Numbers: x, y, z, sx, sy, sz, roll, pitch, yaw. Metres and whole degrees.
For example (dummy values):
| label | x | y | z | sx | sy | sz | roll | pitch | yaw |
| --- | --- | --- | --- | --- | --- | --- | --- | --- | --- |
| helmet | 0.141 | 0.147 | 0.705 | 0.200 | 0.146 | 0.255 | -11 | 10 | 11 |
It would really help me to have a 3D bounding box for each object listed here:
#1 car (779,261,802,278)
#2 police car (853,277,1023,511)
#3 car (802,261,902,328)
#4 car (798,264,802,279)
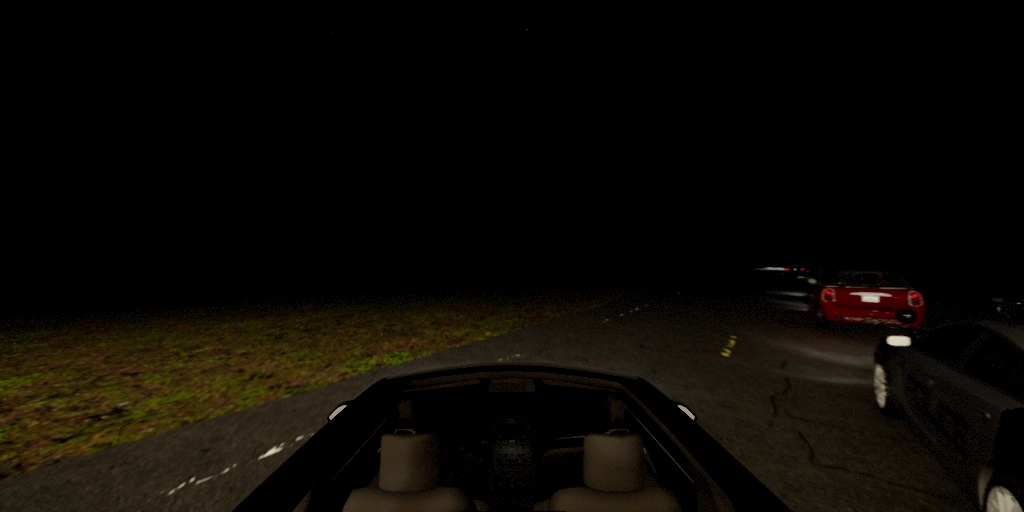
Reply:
| label | x | y | z | sx | sy | sz | roll | pitch | yaw |
| --- | --- | --- | --- | --- | --- | --- | --- | --- | --- |
| car | 29.442 | 1.384 | 37.248 | 2.033 | 1.411 | 5.357 | -1 | -1 | 39 |
| police car | 4.520 | 1.154 | 2.782 | 1.930 | 1.638 | 5.238 | -1 | -1 | 35 |
| car | 10.276 | 1.106 | 10.743 | 2.097 | 1.767 | 4.553 | -1 | -1 | 36 |
| car | 13.850 | 1.276 | 15.570 | 1.837 | 1.490 | 4.892 | -1 | -1 | 37 |
